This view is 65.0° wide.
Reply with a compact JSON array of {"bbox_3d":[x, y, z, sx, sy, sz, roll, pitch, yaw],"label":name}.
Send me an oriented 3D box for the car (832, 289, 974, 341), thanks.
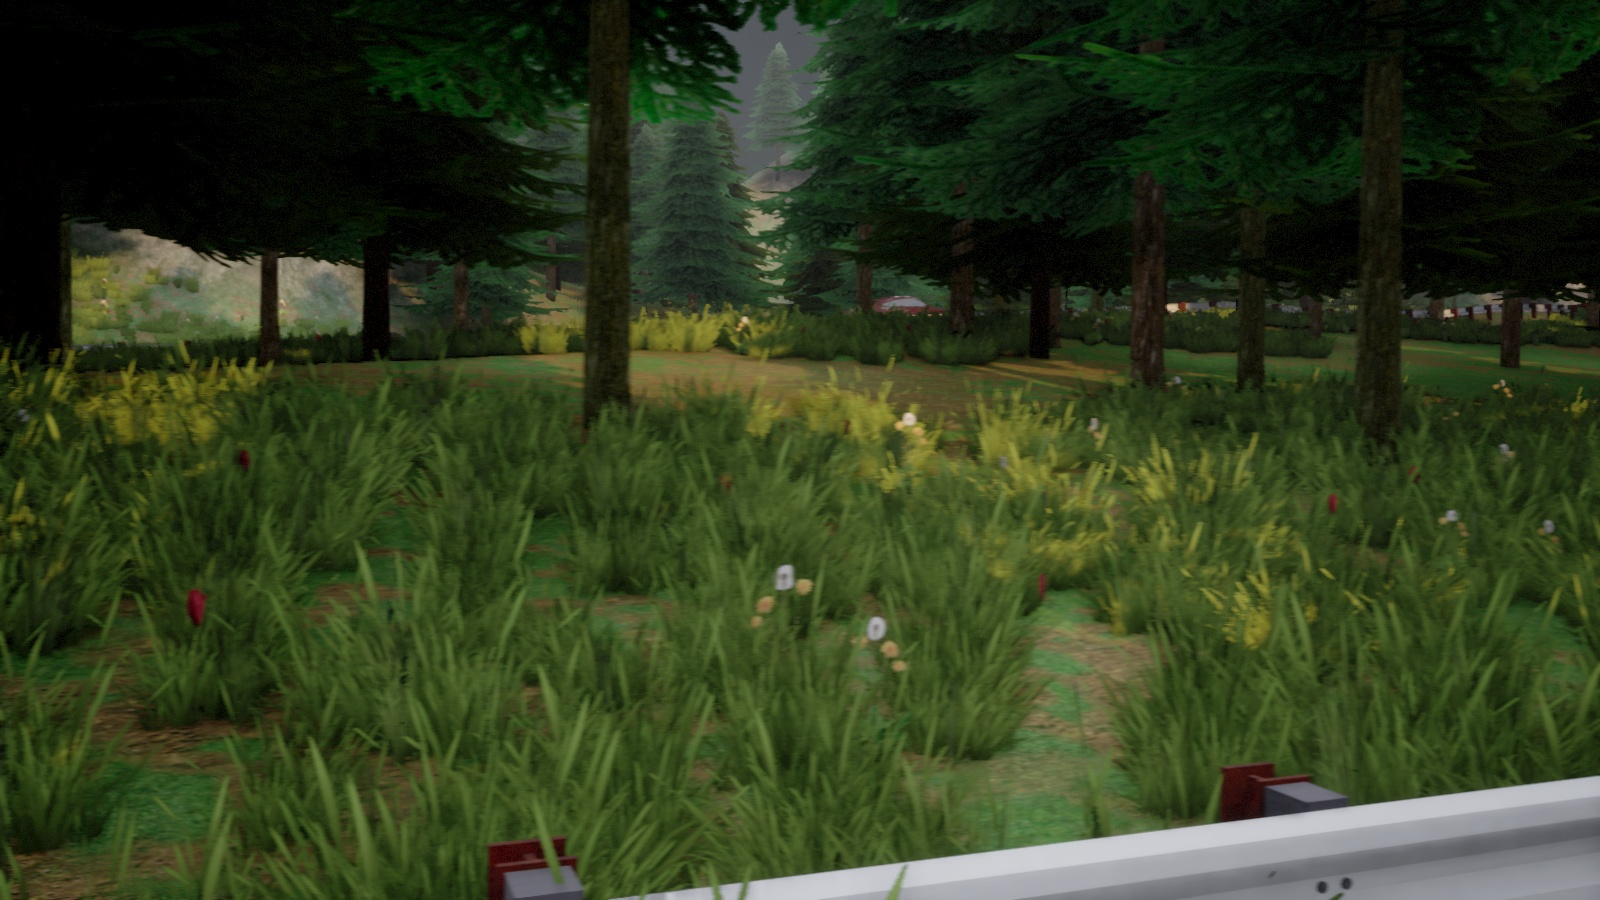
[{"bbox_3d":[3.671,-4.796,44.562,4.674,1.442,1.812,-6,3,-26],"label":"car"}]
